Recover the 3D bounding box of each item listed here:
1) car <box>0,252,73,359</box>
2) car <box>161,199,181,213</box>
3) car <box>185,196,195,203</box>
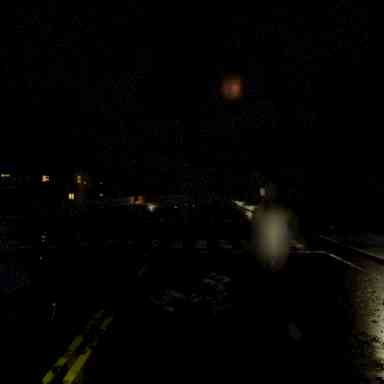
[{"bbox_3d":[-3.225,1.550,4.134,2.033,1.411,5.357,0,0,0],"label":"car"},{"bbox_3d":[-2.346,1.543,38.269,1.882,1.535,5.008,0,0,3],"label":"car"},{"bbox_3d":[-0.327,1.631,70.844,1.837,1.490,4.892,0,0,4],"label":"car"}]
